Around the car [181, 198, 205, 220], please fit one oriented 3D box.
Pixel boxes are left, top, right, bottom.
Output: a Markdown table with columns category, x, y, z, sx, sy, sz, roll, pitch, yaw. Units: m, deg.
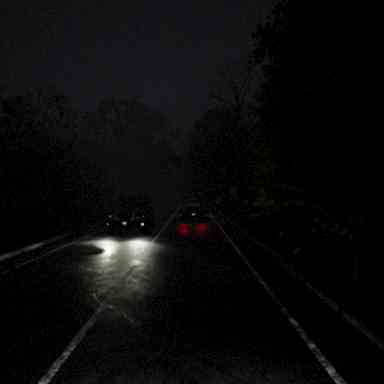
| category | x | y | z | sx | sy | sz | roll | pitch | yaw |
| --- | --- | --- | --- | --- | --- | --- | --- | --- | --- |
| car | 0.103 | 1.459 | 27.204 | 1.812 | 1.442 | 4.674 | 0 | 0 | 0 |

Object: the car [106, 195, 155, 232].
| category | x | y | z | sx | sy | sz | roll | pitch | yaw |
| --- | --- | --- | --- | --- | --- | --- | --- | --- | --- |
| car | -3.498 | 1.246 | 19.993 | 2.150 | 2.045 | 5.566 | 0 | 0 | 0 |
